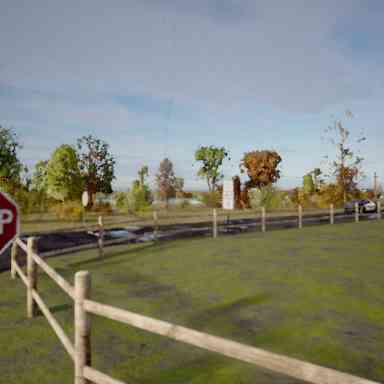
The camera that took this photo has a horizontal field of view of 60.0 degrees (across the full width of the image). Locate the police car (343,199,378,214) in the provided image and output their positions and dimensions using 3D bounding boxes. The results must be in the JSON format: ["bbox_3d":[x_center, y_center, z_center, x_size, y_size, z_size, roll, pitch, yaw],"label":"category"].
[{"bbox_3d":[18.665,1.556,36.914,4.974,1.542,2.038,0,0,-37],"label":"police car"}]
